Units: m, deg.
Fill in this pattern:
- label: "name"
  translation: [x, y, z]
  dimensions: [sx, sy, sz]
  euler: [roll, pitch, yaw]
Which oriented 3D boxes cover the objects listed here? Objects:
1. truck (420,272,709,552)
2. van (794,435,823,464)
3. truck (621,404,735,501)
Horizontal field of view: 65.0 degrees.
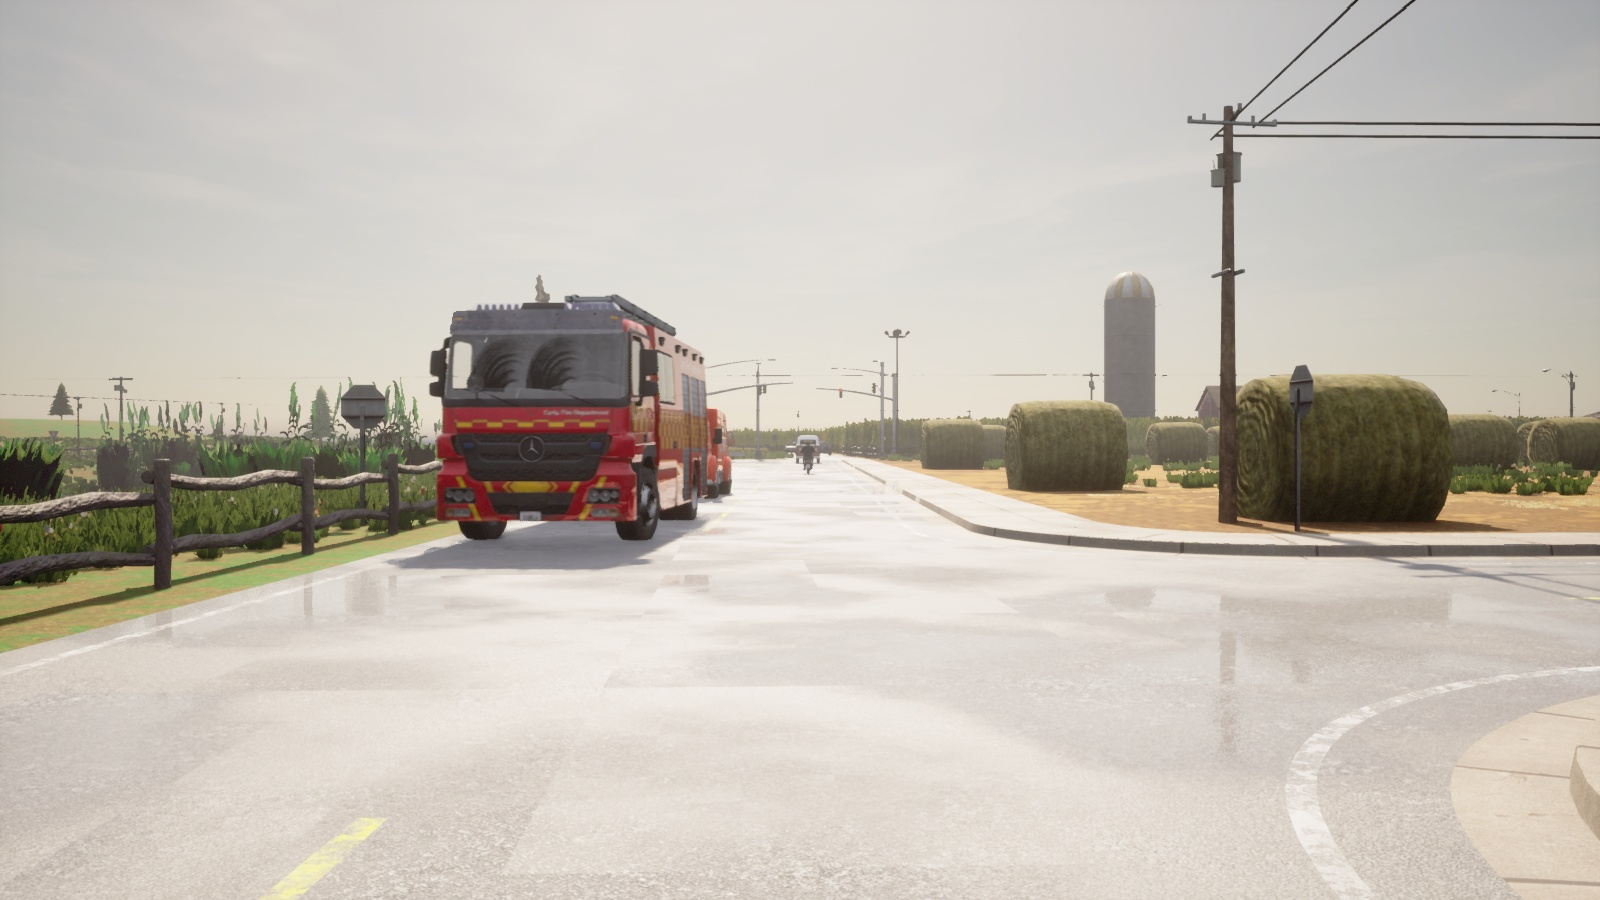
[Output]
- label: "truck"
  translation: [-3.554, -0.542, 21.512]
  dimensions: [2.891, 3.827, 8.468]
  euler: [0, 0, 3]
- label: "van"
  translation: [0.589, -0.048, 91.887]
  dimensions: [2.069, 2.038, 4.480]
  euler: [0, 0, 0]
- label: "truck"
  translation: [-3.269, 0.065, 34.818]
  dimensions: [2.627, 2.467, 5.204]
  euler: [0, 0, 0]
